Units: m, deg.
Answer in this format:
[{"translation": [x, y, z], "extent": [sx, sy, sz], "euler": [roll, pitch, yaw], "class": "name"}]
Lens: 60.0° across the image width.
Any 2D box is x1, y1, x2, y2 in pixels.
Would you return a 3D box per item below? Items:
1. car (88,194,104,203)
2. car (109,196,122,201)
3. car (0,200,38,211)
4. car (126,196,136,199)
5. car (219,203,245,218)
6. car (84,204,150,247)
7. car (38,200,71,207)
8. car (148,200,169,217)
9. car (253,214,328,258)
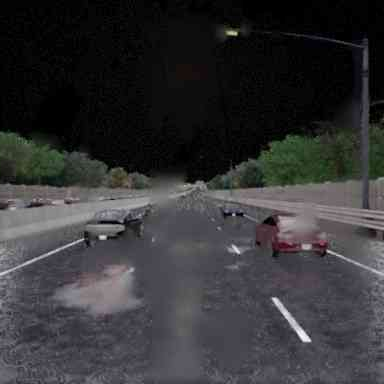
[{"translation": [-21.022, 1.457, 73.143], "extent": [2.150, 2.045, 5.566], "euler": [0, 0, 0], "class": "car"}, {"translation": [-17.523, 1.612, 76.525], "extent": [2.033, 1.411, 5.357], "euler": [0, 0, 0], "class": "car"}, {"translation": [-17.601, 1.582, 35.257], "extent": [2.128, 1.511, 4.902], "euler": [0, 0, 0], "class": "car"}, {"translation": [-14.023, 1.632, 76.911], "extent": [1.895, 1.301, 4.718], "euler": [0, 0, 0], "class": "car"}, {"translation": [3.591, 1.679, 30.840], "extent": [1.895, 1.301, 4.718], "euler": [0, 0, 0], "class": "car"}, {"translation": [-3.405, 1.525, 15.100], "extent": [2.128, 1.511, 4.902], "euler": [0, 0, 0], "class": "car"}, {"translation": [-14.103, 1.617, 35.363], "extent": [1.812, 1.442, 4.674], "euler": [0, 0, 0], "class": "car"}, {"translation": [-3.410, 1.586, 32.158], "extent": [1.837, 1.490, 4.892], "euler": [0, 0, 0], "class": "car"}, {"translation": [3.596, 1.554, 12.739], "extent": [1.812, 1.442, 4.674], "euler": [0, 0, 0], "class": "car"}]
